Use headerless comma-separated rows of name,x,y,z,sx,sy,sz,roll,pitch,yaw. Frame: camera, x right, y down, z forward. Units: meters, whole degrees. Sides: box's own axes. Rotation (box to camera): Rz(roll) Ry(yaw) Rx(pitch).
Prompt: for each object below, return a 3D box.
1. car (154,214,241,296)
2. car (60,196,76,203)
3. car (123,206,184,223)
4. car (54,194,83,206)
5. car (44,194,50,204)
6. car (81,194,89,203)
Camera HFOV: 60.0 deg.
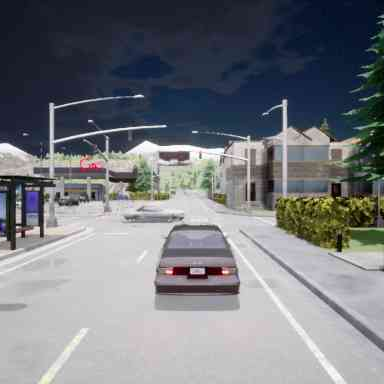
car,0.105,1.547,8.828,2.033,1.411,5.357,0,0,0
car,-25.916,1.552,69.508,1.970,1.475,3.806,0,0,0
car,-2.872,1.709,25.912,4.718,1.301,1.895,0,1,0
car,-18.896,1.490,51.033,2.007,1.523,4.514,0,0,0
car,-25.859,1.289,61.029,1.932,1.855,4.605,0,0,0
car,-22.590,1.268,68.904,1.905,1.878,3.866,0,0,0
